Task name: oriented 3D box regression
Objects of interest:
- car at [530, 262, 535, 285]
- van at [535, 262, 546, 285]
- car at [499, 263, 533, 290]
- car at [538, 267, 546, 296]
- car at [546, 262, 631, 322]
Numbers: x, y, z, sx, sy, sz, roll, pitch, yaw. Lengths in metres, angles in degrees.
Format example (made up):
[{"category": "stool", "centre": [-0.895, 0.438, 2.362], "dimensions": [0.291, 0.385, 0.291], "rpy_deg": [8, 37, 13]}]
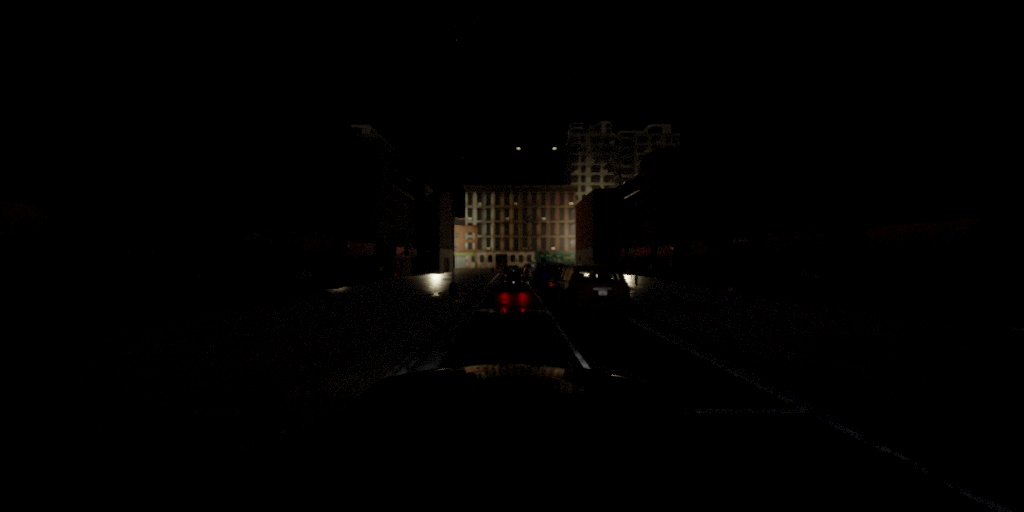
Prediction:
[{"category": "car", "centre": [2.641, 1.369, 29.219], "dimensions": [2.192, 1.841, 5.009], "rpy_deg": [0, 0, 0]}, {"category": "van", "centre": [2.640, 1.335, 23.744], "dimensions": [1.690, 1.789, 3.998], "rpy_deg": [0, 0, 0]}, {"category": "car", "centre": [0.100, 1.505, 25.415], "dimensions": [2.128, 1.511, 4.902], "rpy_deg": [0, -1, 0]}, {"category": "car", "centre": [2.640, 1.484, 18.270], "dimensions": [2.007, 1.370, 4.403], "rpy_deg": [0, 0, 0]}, {"category": "car", "centre": [2.639, 1.187, 12.794], "dimensions": [2.192, 1.841, 5.009], "rpy_deg": [0, 0, 0]}]
